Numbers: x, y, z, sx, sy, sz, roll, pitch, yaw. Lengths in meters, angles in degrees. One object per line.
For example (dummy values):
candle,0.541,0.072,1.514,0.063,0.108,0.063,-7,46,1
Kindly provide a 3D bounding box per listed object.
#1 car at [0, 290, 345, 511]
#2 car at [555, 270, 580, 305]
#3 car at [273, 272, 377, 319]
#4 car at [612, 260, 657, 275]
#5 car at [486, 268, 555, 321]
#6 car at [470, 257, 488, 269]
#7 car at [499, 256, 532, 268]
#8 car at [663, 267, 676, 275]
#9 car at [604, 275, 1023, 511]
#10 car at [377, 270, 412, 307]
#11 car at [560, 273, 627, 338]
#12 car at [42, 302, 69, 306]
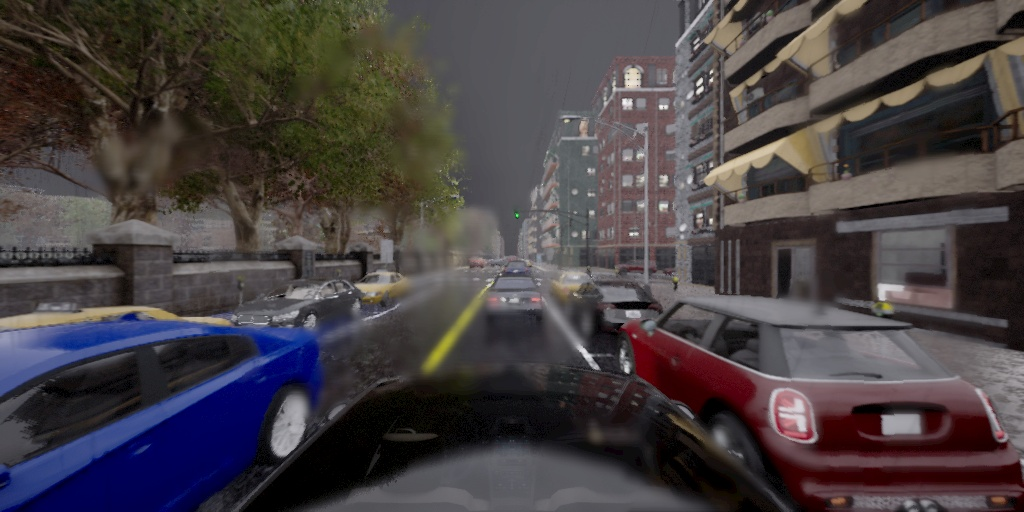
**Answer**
car,-3.100,1.228,2.073,1.882,1.535,5.008,0,0,0
car,2.692,1.287,15.847,1.751,1.417,4.829,0,0,0
car,-5.688,1.306,10.046,2.007,1.370,4.403,0,0,0
car,14.601,1.380,42.656,5.009,1.841,2.192,0,0,0
car,0.101,1.306,12.466,2.033,1.411,5.357,0,0,0
car,-5.686,1.130,59.242,2.192,1.841,5.009,0,0,0
car,0.499,1.127,28.413,2.097,1.767,4.553,0,0,5
car,20.296,1.713,42.673,4.507,1.381,1.888,0,0,0
car,2.692,1.192,4.415,1.967,1.591,4.097,0,0,0
car,-5.688,1.287,15.506,1.751,1.417,4.829,0,0,0
car,2.692,1.322,10.046,1.948,1.339,4.313,0,0,0
car,-5.689,1.277,4.246,1.751,1.417,4.829,0,0,0
